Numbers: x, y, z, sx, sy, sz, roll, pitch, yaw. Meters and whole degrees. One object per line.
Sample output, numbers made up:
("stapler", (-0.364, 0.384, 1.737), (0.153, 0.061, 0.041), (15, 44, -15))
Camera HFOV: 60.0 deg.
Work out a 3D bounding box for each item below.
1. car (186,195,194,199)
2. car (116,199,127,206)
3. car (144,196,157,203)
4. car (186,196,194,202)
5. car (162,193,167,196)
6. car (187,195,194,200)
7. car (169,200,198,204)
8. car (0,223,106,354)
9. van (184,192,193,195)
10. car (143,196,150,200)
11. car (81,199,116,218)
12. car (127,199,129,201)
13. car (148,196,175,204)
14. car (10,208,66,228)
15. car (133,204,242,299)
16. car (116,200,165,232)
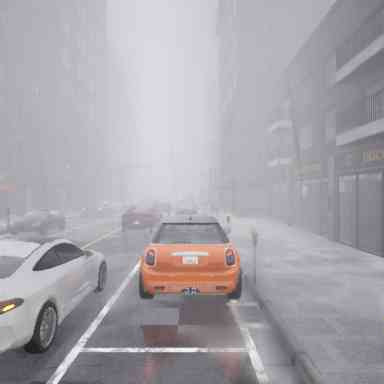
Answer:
("car", (-0.383, 1.440, 35.101), (1.967, 1.590, 4.097), (0, 0, 0))
("car", (-8.408, 1.525, 34.923), (1.752, 1.417, 4.829), (0, 0, 0))
("car", (-8.408, 1.548, 67.693), (2.008, 1.369, 4.403), (0, 0, 0))
("car", (-0.383, 1.578, 79.064), (1.802, 1.307, 4.206), (0, 0, 0))
("car", (-8.408, 1.518, 90.251), (1.752, 1.417, 4.829), (0, 0, 0))
("car", (-0.383, 1.574, 90.427), (1.802, 1.307, 4.206), (0, 0, 0))
("car", (-0.383, 1.550, 24.063), (2.008, 1.369, 4.403), (0, 0, 0))
("car", (-2.922, 1.526, 5.977), (1.812, 1.442, 4.674), (0, -1, 0))
("van", (-0.383, 1.338, 67.702), (1.690, 1.788, 3.998), (0, 0, 0))
("car", (-5.776, 1.564, 43.589), (1.994, 1.385, 4.181), (0, 0, 0))
("car", (-8.408, 1.440, 29.575), (1.967, 1.590, 4.097), (0, 0, 0))
("car", (-8.408, 1.550, 40.611), (2.008, 1.369, 4.403), (0, 0, 0))
("car", (-3.020, 1.477, 34.524), (1.882, 1.535, 5.008), (0, 0, 0))
("car", (-8.408, 1.582, 18.538), (1.802, 1.307, 4.206), (0, 0, 0))
("car", (-0.033, 1.352, 8.620), (2.097, 1.767, 4.553), (0, 0, 0))
("car", (-2.918, 1.477, 20.027), (1.882, 1.535, 5.008), (0, 0, 0))
